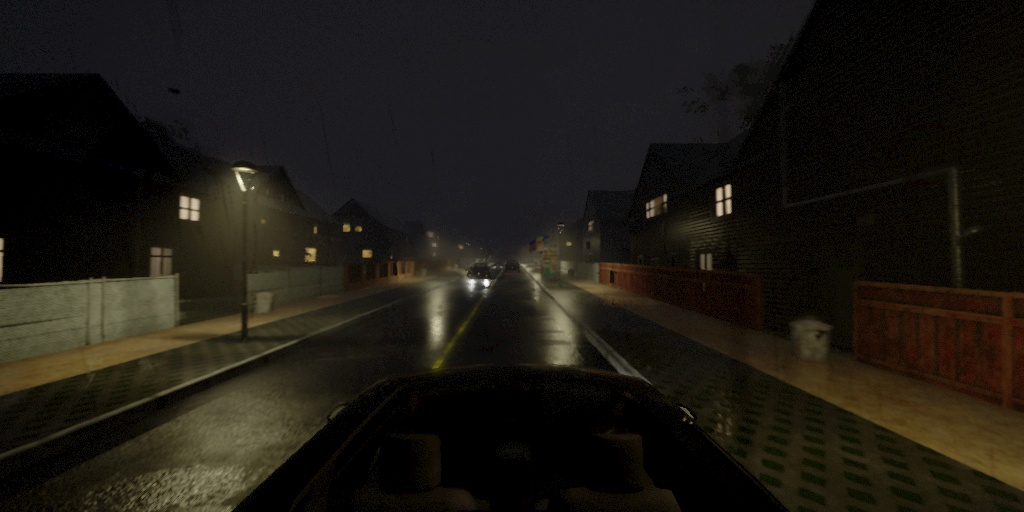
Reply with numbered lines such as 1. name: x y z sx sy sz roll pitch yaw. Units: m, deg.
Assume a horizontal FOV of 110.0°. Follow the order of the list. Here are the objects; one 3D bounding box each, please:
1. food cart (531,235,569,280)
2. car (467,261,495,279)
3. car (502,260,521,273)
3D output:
1. food cart: 3.012 0.241 29.447 2.280 3.560 4.660 0 0 0
2. car: -2.842 1.344 32.516 1.994 1.385 4.181 0 0 0
3. car: 0.069 1.279 45.431 1.882 1.535 5.008 0 -1 0
